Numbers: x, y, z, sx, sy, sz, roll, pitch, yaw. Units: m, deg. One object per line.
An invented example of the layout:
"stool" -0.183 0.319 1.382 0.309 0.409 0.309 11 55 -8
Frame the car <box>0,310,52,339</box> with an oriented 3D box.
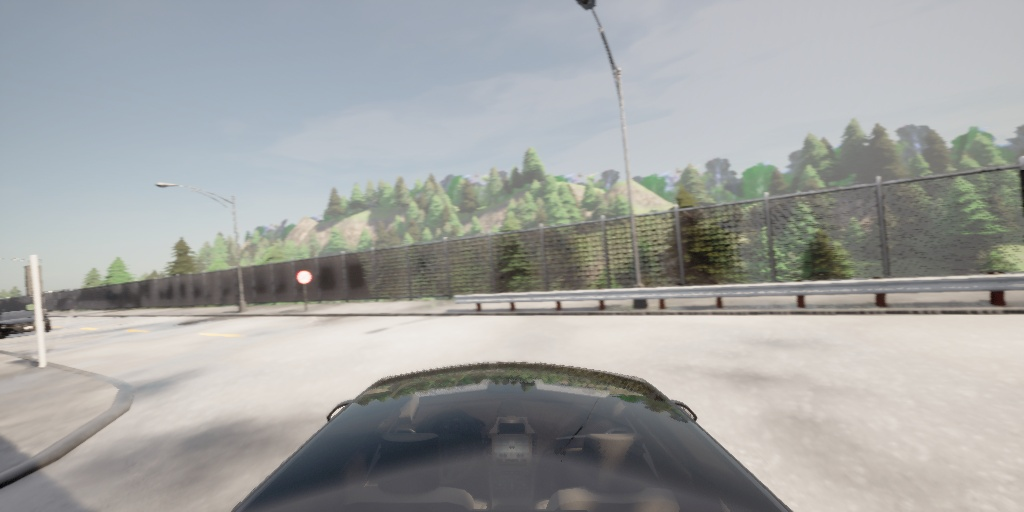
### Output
"car" -30.778 4.169 22.412 5.008 1.535 1.882 -5 0 29
